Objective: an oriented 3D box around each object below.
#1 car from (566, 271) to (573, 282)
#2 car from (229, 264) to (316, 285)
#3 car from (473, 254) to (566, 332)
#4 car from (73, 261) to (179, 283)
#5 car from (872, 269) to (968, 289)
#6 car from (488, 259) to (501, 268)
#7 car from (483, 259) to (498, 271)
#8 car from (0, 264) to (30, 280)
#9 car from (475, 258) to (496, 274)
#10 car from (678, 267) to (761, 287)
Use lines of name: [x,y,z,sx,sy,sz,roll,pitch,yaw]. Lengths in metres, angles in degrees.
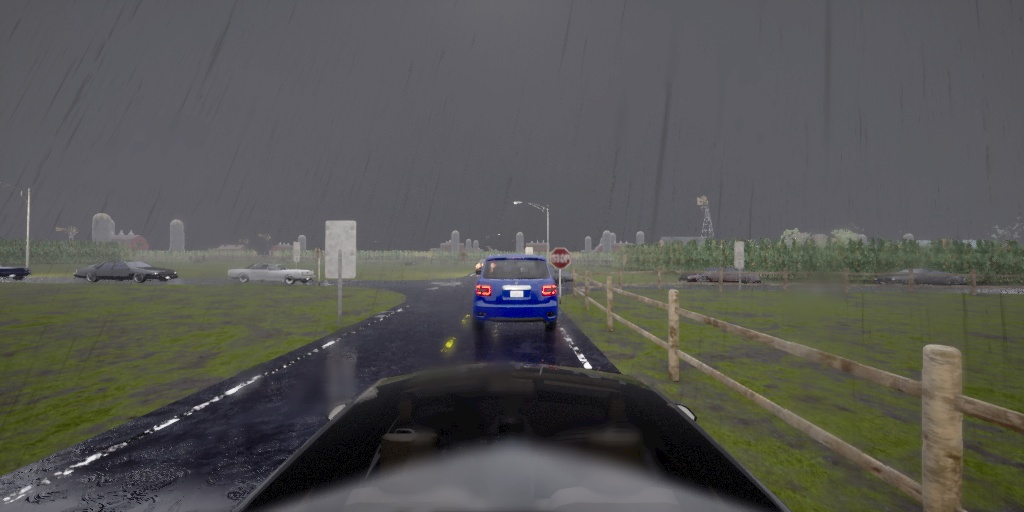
car: [1.628,1.311,23.787,5.357,1.411,2.033,1,-1,-34]
car: [-15.714,1.171,23.733,4.718,1.301,1.895,1,-1,0]
car: [0.056,0.973,11.010,2.150,2.045,5.566,0,0,-1]
car: [-25.476,1.015,23.742,5.357,1.411,2.033,1,-1,0]
car: [30.219,1.687,26.614,5.357,1.411,2.033,1,-1,0]
car: [-2.955,1.264,61.219,2.033,1.411,5.357,0,0,0]
car: [-2.940,1.207,50.561,1.882,1.535,5.008,0,0,0]
car: [-35.318,0.968,23.768,4.718,1.301,1.895,1,-1,0]
car: [-2.926,1.090,40.656,2.097,1.767,4.553,0,0,0]
car: [15.348,1.510,26.638,5.357,1.411,2.033,1,-1,0]
